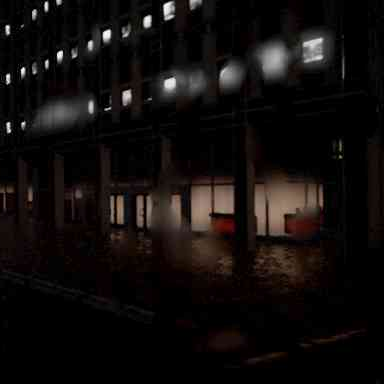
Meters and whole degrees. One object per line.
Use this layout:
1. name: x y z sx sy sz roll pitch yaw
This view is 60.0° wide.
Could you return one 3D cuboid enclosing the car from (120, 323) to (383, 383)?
1. car: 1.317 1.566 1.952 4.313 1.339 1.947 0 -1 35
